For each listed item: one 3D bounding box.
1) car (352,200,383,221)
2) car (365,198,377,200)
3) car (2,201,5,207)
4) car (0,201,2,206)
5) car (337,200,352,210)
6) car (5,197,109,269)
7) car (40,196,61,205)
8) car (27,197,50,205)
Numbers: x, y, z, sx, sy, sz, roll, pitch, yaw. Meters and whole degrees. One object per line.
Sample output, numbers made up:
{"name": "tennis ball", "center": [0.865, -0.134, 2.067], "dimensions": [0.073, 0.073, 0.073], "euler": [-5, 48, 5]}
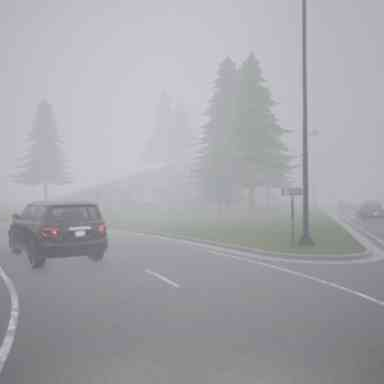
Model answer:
{"name": "car", "center": [14.904, 1.655, 27.706], "dimensions": [1.994, 1.385, 4.181], "euler": [0, 0, 19]}
{"name": "car", "center": [25.087, 1.631, 46.747], "dimensions": [1.882, 1.535, 5.008], "euler": [0, 0, 19]}
{"name": "car", "center": [-31.025, 2.058, 59.870], "dimensions": [1.812, 1.442, 4.674], "euler": [0, 0, 19]}
{"name": "car", "center": [-33.603, 2.106, 63.105], "dimensions": [2.033, 1.411, 5.357], "euler": [0, 0, 19]}
{"name": "car", "center": [20.791, 1.766, 44.984], "dimensions": [1.895, 1.301, 4.718], "euler": [0, 0, 19]}
{"name": "car", "center": [-4.916, 1.323, 11.893], "dimensions": [2.150, 2.045, 5.566], "euler": [0, 0, -38]}
{"name": "car", "center": [-32.616, 1.930, 76.727], "dimensions": [2.097, 1.767, 4.553], "euler": [0, 0, 19]}
{"name": "car", "center": [-35.934, 2.077, 77.837], "dimensions": [1.882, 1.535, 5.008], "euler": [0, 0, 19]}
